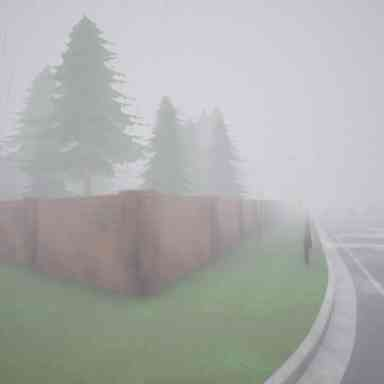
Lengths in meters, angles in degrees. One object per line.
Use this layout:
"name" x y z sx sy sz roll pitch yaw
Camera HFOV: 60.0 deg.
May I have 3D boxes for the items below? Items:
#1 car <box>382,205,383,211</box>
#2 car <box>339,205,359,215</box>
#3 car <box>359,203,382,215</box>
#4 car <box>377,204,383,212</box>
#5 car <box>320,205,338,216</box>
"car" 35.557 3.346 58.977 2.128 1.511 4.902 -2 -2 19
"car" 29.088 3.541 61.678 1.837 1.490 4.892 -2 -2 19
"car" 32.426 3.298 60.644 2.097 1.767 4.553 -2 -2 19
"car" 47.243 3.927 82.126 2.097 1.767 4.553 -2 -2 19
"car" 25.329 3.598 61.516 1.837 1.490 4.892 -2 -2 19
